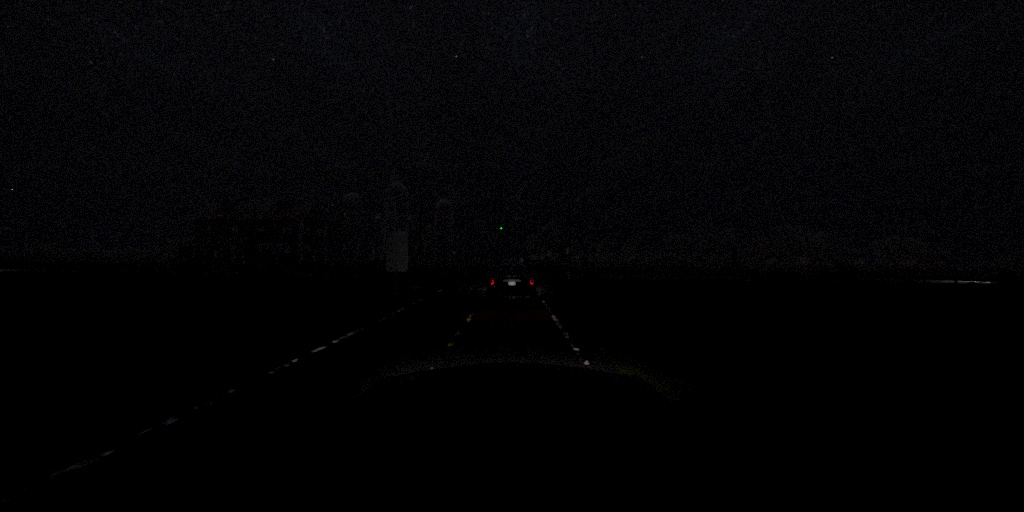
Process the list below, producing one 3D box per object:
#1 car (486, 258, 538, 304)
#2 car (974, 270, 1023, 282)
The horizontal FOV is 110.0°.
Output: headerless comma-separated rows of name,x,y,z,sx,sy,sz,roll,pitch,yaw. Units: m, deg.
car,0.000,1.122,16.473,2.097,1.767,4.553,0,0,0
car,52.128,2.130,38.102,4.181,1.385,1.994,1,-1,0
